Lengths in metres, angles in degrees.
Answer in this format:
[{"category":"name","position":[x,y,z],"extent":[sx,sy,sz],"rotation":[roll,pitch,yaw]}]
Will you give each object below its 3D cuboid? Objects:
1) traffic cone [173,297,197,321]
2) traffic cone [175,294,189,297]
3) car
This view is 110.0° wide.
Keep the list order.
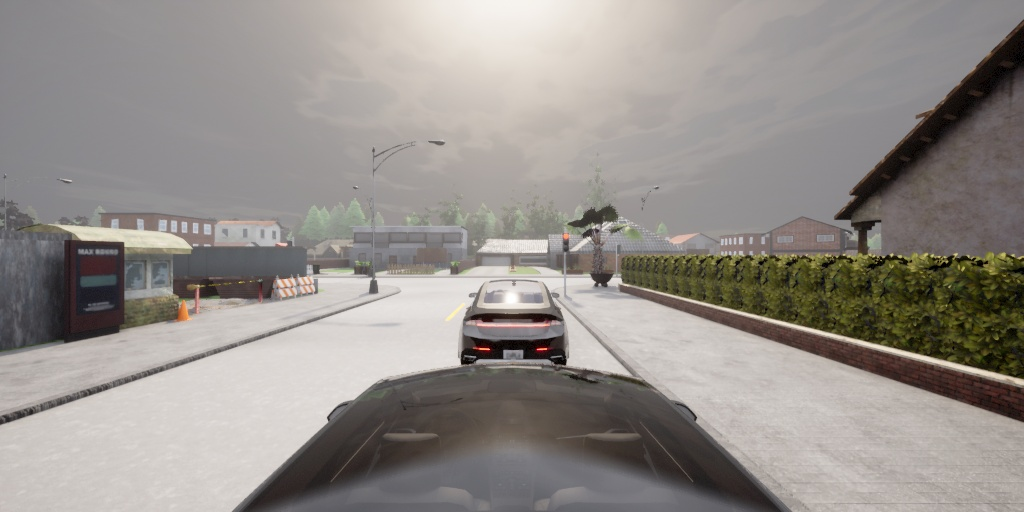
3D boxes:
[{"category":"traffic cone","position":[-9.672,1.598,10.550],"extent":[0.344,0.586,0.344],"rotation":[0,0,0]},{"category":"traffic cone","position":[-10.392,1.568,11.070],"extent":[0.344,0.586,0.344],"rotation":[0,0,0]},{"category":"car","position":[0.042,1.242,7.724],"extent":[2.128,1.511,4.902],"rotation":[0,0,1]}]
